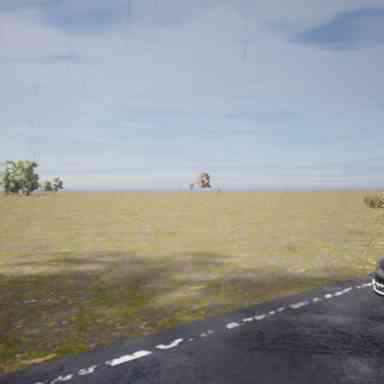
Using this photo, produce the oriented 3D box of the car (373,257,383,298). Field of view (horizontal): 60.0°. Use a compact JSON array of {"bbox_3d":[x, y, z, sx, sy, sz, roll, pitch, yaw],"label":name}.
[{"bbox_3d":[5.831,1.455,7.104,4.892,1.490,1.837,0,0,-33],"label":"car"}]
